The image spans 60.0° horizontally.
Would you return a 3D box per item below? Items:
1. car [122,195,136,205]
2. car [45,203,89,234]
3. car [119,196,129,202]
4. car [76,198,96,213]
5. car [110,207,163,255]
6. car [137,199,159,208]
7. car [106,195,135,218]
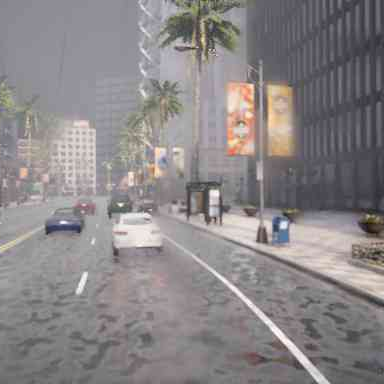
[{"bbox_3d":[-12.088,1.470,63.559,2.185,1.767,4.553,0,0,-15],"label":"car"},{"bbox_3d":[-7.499,1.627,20.023,1.994,1.385,4.181,0,0,-14],"label":"car"},{"bbox_3d":[-17.317,1.675,84.857,2.161,1.482,4.786,0,0,-15],"label":"car"},{"bbox_3d":[-12.090,1.455,37.784,2.097,1.767,4.553,0,0,-15],"label":"car"},{"bbox_3d":[-2.282,1.548,13.512,1.812,1.442,4.674,0,0,-13],"label":"car"},{"bbox_3d":[-4.693,1.531,35.129,2.231,1.521,4.892,0,0,-15],"label":"car"},{"bbox_3d":[-6.932,1.285,31.867,2.150,2.045,5.566,0,0,-15],"label":"car"}]
